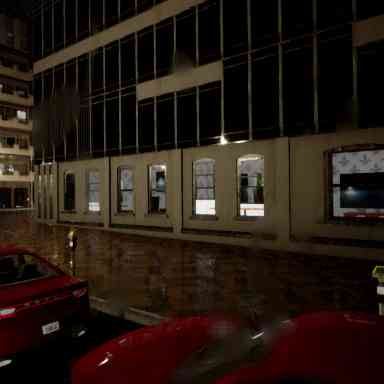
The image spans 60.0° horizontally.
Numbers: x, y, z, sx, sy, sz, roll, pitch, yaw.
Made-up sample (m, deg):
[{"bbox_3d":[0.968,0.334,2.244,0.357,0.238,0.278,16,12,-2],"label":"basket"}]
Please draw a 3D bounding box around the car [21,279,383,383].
[{"bbox_3d":[1.016,1.545,2.158,4.507,1.381,1.887,0,-1,35],"label":"car"}]

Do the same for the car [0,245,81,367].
[{"bbox_3d":[-3.561,1.546,5.414,4.507,1.381,1.887,0,-1,35],"label":"car"}]
